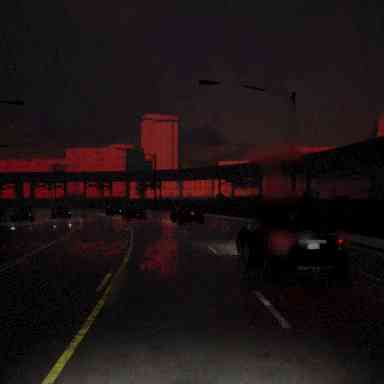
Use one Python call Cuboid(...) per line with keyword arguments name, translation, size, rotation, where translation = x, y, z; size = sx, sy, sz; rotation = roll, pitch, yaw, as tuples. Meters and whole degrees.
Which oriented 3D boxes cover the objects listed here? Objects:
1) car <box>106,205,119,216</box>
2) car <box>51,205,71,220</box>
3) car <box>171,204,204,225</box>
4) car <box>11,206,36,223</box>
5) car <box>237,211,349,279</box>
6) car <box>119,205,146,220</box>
Cuboid(name="car", translation=(-10.097, 2.444, 44.304), size=(1.994, 1.385, 4.181), rotation=(0, -1, -27))
Cuboid(name="car", translation=(-14.790, 2.251, 37.611), size=(1.882, 1.535, 5.008), rotation=(0, -2, -24))
Cuboid(name="car", translation=(-0.505, 1.830, 28.917), size=(2.097, 1.767, 4.553), rotation=(0, -1, -14))
Cuboid(name="car", translation=(-16.738, 2.157, 33.166), size=(1.882, 1.535, 5.008), rotation=(0, -2, -21))
Cuboid(name="car", translation=(2.877, 1.432, 10.533), size=(2.097, 1.767, 4.553), rotation=(0, -1, -5))
Cuboid(name="car", translation=(-6.148, 2.127, 35.125), size=(1.882, 1.535, 5.008), rotation=(0, -1, -19))
